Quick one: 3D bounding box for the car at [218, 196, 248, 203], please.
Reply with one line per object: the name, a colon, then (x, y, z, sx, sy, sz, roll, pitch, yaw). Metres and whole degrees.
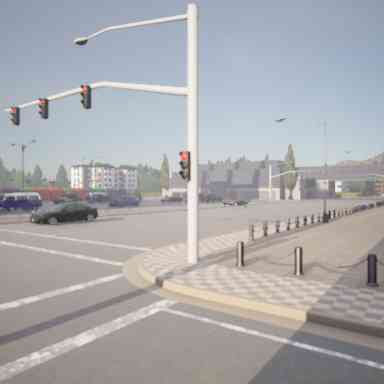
car: (5.948, 1.472, 45.371, 1.895, 1.301, 4.718, 0, 0, 36)

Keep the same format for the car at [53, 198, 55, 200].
car: (-26.406, 1.438, 68.047, 1.784, 1.438, 3.905, 0, 0, 36)

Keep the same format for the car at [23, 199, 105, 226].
car: (-9.248, 1.563, 24.418, 1.882, 1.535, 5.008, 0, 1, 36)

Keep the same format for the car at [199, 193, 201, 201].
car: (2.081, 1.223, 68.898, 1.905, 1.878, 3.866, 0, 0, 36)

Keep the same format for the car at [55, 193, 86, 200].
car: (-24.105, 1.226, 66.286, 1.932, 1.855, 4.605, 0, 0, 36)

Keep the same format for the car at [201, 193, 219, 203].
car: (4.386, 1.219, 67.147, 1.932, 1.855, 4.605, 0, 0, 36)

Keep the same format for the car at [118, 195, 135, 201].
car: (-16.117, 1.469, 82.162, 1.970, 1.475, 3.806, 0, 0, 36)

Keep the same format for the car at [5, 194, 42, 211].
car: (-23.975, 1.465, 47.599, 1.970, 1.475, 3.806, 0, 0, 36)

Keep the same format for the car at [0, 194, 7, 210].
car: (-26.312, 1.434, 49.308, 1.784, 1.438, 3.905, 0, 0, 36)

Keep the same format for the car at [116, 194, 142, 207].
car: (-10.408, 1.463, 56.390, 1.970, 1.475, 3.806, 0, 0, 36)
